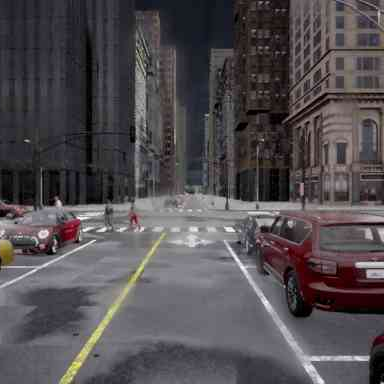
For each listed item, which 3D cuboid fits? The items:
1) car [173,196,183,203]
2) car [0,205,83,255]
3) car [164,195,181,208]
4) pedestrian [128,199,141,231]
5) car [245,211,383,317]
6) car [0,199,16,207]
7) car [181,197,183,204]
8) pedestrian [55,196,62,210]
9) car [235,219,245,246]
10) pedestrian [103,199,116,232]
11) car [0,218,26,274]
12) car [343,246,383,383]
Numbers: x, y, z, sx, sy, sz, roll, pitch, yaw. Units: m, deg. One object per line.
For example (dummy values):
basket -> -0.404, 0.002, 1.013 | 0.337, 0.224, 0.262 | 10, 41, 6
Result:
car -> -2.851, 1.606, 68.580 | 1.895, 1.301, 4.718 | 0, 0, 1
car -> -5.768, 1.439, 12.989 | 1.967, 1.590, 4.097 | 0, 0, 0
car -> -2.983, 1.547, 48.265 | 2.033, 1.411, 5.357 | 0, 0, -1
pedestrian -> -3.301, 1.297, 19.074 | 0.375, 1.860, 0.375 | 0, 0, 0
car -> 2.758, 1.314, 7.389 | 2.192, 1.841, 5.009 | 0, 0, 0
car -> -16.340, 1.398, 28.385 | 4.553, 1.767, 2.097 | 0, 0, 0
car -> -2.936, 1.354, 58.388 | 2.097, 1.767, 4.553 | 0, 0, 0
pedestrian -> -7.915, 1.141, 19.690 | 0.375, 1.860, 0.375 | 0, 0, 0
car -> 2.758, 1.550, 12.991 | 2.008, 1.369, 4.403 | 0, 0, 0
pedestrian -> -4.579, 1.292, 18.469 | 0.375, 1.860, 0.375 | 0, 0, 0
car -> -5.767, 1.525, 7.217 | 1.752, 1.417, 4.829 | 0, 0, 0
car -> 2.759, 1.440, 1.787 | 1.967, 1.590, 4.097 | 0, 0, 0
